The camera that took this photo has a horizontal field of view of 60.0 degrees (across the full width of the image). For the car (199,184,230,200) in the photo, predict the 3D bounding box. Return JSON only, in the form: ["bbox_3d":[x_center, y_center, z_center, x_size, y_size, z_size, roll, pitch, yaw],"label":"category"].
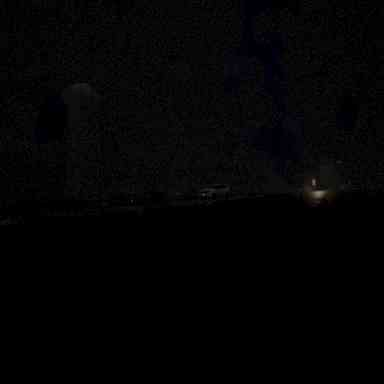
[{"bbox_3d":[3.138,-0.062,45.830,2.150,2.045,5.566,-1,1,36],"label":"car"}]

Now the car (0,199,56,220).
[{"bbox_3d":[-12.445,1.193,23.978,1.895,1.301,4.718,-1,1,34],"label":"car"}]

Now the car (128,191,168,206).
[{"bbox_3d":[-4.591,0.643,35.045,1.837,1.490,4.892,-1,1,36],"label":"car"}]
